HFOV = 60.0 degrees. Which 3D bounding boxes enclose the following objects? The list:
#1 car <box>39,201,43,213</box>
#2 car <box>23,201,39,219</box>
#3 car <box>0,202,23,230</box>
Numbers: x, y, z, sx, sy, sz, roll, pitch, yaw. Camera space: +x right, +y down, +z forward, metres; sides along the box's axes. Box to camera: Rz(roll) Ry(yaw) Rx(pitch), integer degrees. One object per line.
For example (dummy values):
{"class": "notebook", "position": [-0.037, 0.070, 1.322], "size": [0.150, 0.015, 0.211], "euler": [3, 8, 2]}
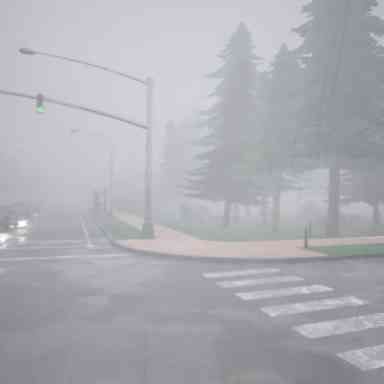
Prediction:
{"class": "car", "position": [-19.352, 1.795, 40.669], "size": [2.033, 1.411, 5.357], "euler": [1, -1, -19]}
{"class": "car", "position": [-15.979, 1.666, 31.092], "size": [2.128, 1.511, 4.902], "euler": [1, -1, -20]}
{"class": "car", "position": [-12.647, 1.582, 21.737], "size": [1.882, 1.535, 5.008], "euler": [1, -1, -20]}
